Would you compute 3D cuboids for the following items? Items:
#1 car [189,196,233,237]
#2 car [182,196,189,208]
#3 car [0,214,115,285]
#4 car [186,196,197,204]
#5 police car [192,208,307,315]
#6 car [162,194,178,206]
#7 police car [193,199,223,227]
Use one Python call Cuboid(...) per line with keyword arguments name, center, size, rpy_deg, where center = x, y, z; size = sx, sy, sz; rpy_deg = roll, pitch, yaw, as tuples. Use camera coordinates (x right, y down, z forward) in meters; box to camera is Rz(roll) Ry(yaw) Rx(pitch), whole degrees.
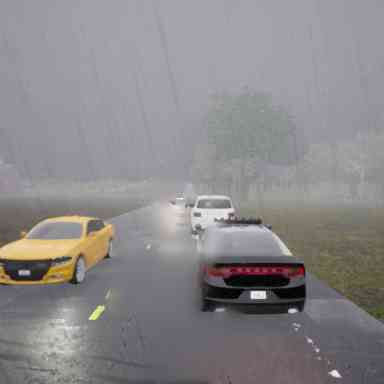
Cuboid(name="car", center=(1.028, 1.198, 17.739), size=(2.150, 2.045, 5.566), rpy_deg=(0, 0, 0))
Cuboid(name="car", center=(-0.016, 1.441, 45.582), size=(2.033, 1.411, 5.357), rpy_deg=(0, 0, 1))
Cuboid(name="car", center=(-3.612, 1.464, 9.664), size=(1.882, 1.535, 5.008), rpy_deg=(0, 0, 0))
Cuboid(name="car", center=(-0.076, 1.431, 60.439), size=(1.895, 1.301, 4.718), rpy_deg=(0, 0, 0))
Cuboid(name="police car", center=(1.041, 1.414, 7.819), size=(1.930, 1.638, 5.238), rpy_deg=(0, 0, 0))
Cuboid(name="car", center=(-3.651, 1.339, 53.419), size=(1.882, 1.535, 5.008), rpy_deg=(0, 0, 0))
Cuboid(name="police car", center=(1.021, 1.387, 23.821), size=(1.930, 1.638, 5.238), rpy_deg=(0, 0, 0))
